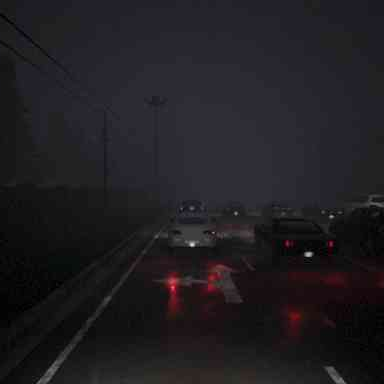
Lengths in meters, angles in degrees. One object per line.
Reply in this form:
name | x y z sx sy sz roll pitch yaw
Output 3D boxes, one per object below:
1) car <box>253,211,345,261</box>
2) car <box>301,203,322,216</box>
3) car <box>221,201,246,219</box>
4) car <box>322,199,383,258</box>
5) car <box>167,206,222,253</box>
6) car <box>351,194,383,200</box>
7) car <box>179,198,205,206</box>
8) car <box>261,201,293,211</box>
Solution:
car | 3.518 1.586 12.217 1.895 1.301 4.718 0 0 0
car | 10.498 1.567 27.235 1.895 1.301 4.718 0 0 0
car | 3.510 1.490 28.499 1.812 1.442 4.674 0 0 1
car | 7.025 1.336 12.745 2.097 1.767 4.553 0 0 0
car | 0.030 1.509 13.494 1.812 1.442 4.674 0 0 1
car | 13.993 1.190 26.729 2.150 2.045 5.566 0 0 0
car | 0.004 1.317 27.737 2.097 1.767 4.553 0 0 0
car | 7.004 1.457 27.837 2.128 1.511 4.902 0 0 0
